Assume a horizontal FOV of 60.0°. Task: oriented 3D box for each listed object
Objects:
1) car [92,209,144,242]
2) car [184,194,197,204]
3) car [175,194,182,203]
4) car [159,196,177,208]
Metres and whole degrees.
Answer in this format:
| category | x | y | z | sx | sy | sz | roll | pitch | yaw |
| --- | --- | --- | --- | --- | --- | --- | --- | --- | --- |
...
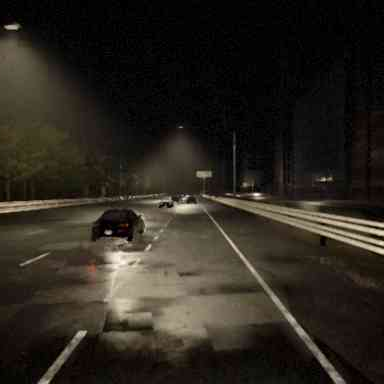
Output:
| category | x | y | z | sx | sy | sz | roll | pitch | yaw |
| --- | --- | --- | --- | --- | --- | --- | --- | --- | --- |
| car | -3.511 | 1.533 | 16.248 | 1.812 | 1.442 | 4.674 | 0 | 0 | 0 |
| car | -0.125 | 1.592 | 67.946 | 1.837 | 1.490 | 4.892 | 0 | -1 | 0 |
| car | -3.769 | 1.604 | 74.282 | 1.837 | 1.490 | 4.892 | 0 | 0 | 0 |
| car | -3.612 | 1.651 | 48.271 | 1.895 | 1.301 | 4.718 | 0 | 0 | 0 |
